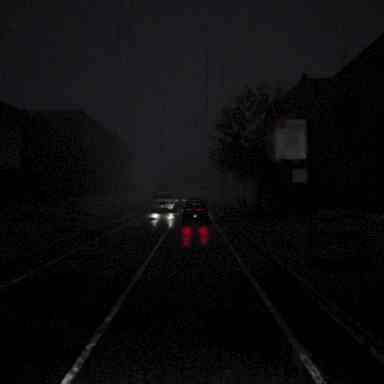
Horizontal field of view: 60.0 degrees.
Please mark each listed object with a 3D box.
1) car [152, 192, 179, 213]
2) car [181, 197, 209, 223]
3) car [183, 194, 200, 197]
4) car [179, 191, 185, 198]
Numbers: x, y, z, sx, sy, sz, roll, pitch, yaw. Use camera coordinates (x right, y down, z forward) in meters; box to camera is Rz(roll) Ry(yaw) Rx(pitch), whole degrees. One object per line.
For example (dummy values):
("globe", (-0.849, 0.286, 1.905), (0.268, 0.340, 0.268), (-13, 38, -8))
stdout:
("car", (-2.908, 1.036, 35.341), (2.150, 2.045, 5.566), (0, 1, 0))
("car", (0.231, 1.401, 24.888), (2.128, 1.511, 4.902), (0, 0, 0))
("car", (0.324, 1.232, 42.389), (2.128, 1.511, 4.902), (0, 1, 0))
("car", (-2.592, 0.659, 76.939), (2.097, 1.767, 4.553), (0, 0, 0))
